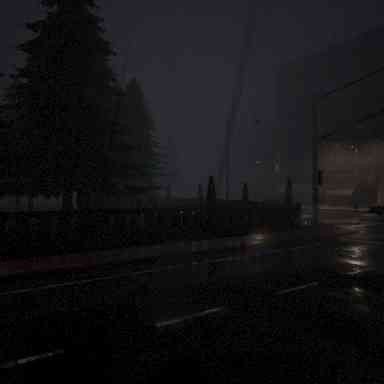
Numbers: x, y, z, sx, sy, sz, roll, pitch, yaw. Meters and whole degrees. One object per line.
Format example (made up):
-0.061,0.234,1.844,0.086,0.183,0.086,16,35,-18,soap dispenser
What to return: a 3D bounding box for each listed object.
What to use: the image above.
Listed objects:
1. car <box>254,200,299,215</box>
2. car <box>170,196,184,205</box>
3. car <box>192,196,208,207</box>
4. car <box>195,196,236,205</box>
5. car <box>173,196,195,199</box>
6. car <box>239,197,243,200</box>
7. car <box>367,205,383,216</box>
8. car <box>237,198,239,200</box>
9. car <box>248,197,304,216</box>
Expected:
8.454,1.509,33.455,1.994,1.385,4.181,0,0,-32,car
-2.563,1.435,56.900,2.128,1.511,4.902,0,0,0,car
1.211,1.422,52.387,1.882,1.535,5.008,0,0,-6,car
2.495,1.470,36.817,1.812,1.442,4.674,0,0,-28,car
-1.218,1.470,46.289,1.812,1.442,4.674,0,0,-14,car
8.225,1.470,53.039,1.812,1.442,4.674,0,0,-8,car
18.838,1.491,29.832,2.033,1.411,5.357,0,0,-44,car
3.669,1.545,42.247,1.895,1.301,4.718,0,0,-20,car
7.286,1.422,28.808,1.882,1.535,5.008,0,0,-33,car
